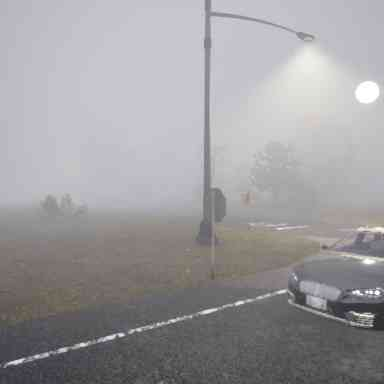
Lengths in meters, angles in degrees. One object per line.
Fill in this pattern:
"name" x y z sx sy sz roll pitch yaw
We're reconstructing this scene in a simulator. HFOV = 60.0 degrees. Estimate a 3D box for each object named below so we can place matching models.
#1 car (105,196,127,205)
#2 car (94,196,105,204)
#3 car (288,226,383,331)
"car" -12.215 1.427 54.567 1.812 1.442 4.674 0 0 -33
"car" -16.495 1.413 60.857 1.812 1.442 4.674 0 0 -34
"car" 3.976 1.489 6.729 4.902 1.511 2.128 0 0 -36
